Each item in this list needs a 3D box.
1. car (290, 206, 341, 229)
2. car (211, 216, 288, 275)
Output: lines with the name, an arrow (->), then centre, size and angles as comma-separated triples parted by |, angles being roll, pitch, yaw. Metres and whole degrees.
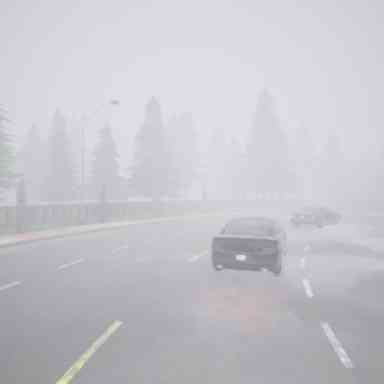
car -> 8.510, 1.632, 22.733 | 2.033, 1.411, 5.357 | 0, 0, 40
car -> 2.014, 1.512, 10.805 | 1.882, 1.535, 5.008 | 0, 0, 18
